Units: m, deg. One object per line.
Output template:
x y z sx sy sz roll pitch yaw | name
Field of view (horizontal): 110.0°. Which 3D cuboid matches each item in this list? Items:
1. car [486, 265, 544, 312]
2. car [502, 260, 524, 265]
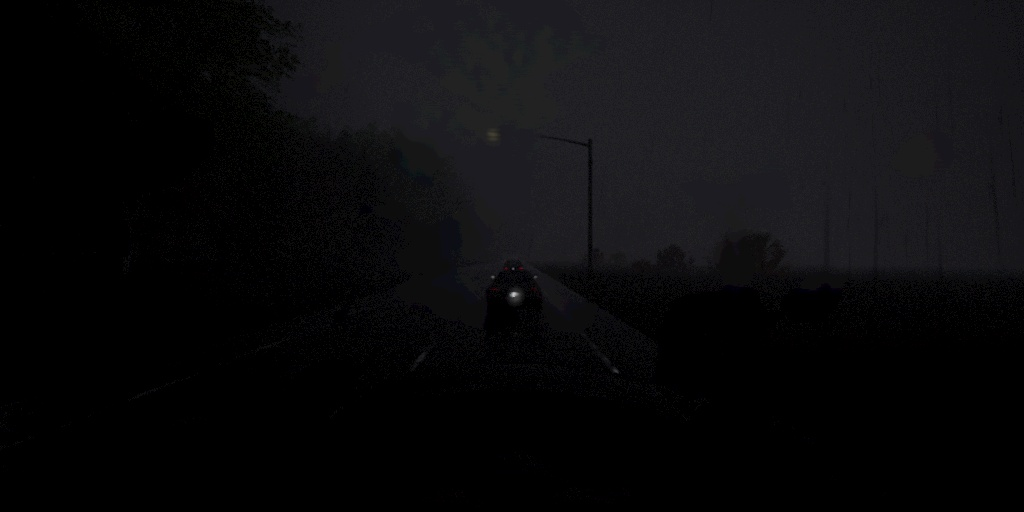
0.103 1.214 13.657 1.994 1.385 4.181 0 0 0 | car
0.112 1.047 31.838 2.033 1.411 5.357 0 0 0 | car
